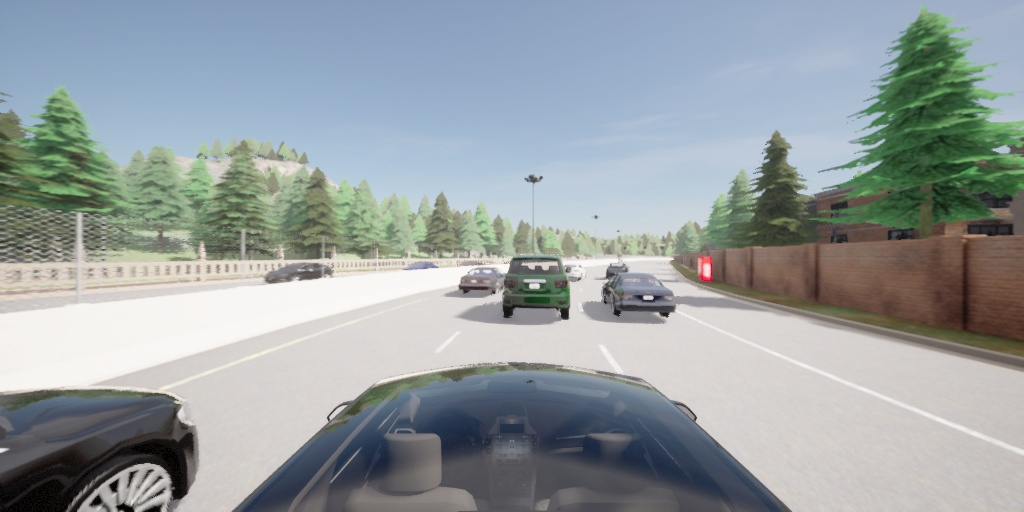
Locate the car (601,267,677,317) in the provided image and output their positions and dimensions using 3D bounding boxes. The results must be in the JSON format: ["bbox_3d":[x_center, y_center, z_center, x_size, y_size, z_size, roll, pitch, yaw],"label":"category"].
[{"bbox_3d":[4.527,1.328,13.471,2.033,1.411,5.357,0,0,8],"label":"car"}]

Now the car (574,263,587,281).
[{"bbox_3d":[5.240,1.323,30.941,1.812,1.442,4.674,0,0,18],"label":"car"}]

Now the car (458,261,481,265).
[{"bbox_3d":[-4.228,1.233,36.225,1.882,1.535,5.008,0,0,20],"label":"car"}]

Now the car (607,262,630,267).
[{"bbox_3d":[9.886,1.313,33.403,2.128,1.511,4.902,0,0,21],"label":"car"}]

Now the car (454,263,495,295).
[{"bbox_3d":[-1.381,1.305,20.165,2.033,1.411,5.357,0,0,12],"label":"car"}]

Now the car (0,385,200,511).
[{"bbox_3d":[-3.292,1.225,0.736,2.128,1.511,4.902,0,0,-1],"label":"car"}]

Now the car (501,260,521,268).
[{"bbox_3d":[-0.103,1.365,64.567,1.994,1.385,4.181,0,0,23],"label":"car"}]

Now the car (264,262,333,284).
[{"bbox_3d":[-14.747,1.201,25.071,1.837,1.490,4.892,0,0,13],"label":"car"}]

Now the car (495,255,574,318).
[{"bbox_3d":[1.000,0.985,13.222,2.150,2.045,5.566,0,0,7],"label":"car"}]

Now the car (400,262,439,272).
[{"bbox_3d":[-8.665,1.258,34.056,1.812,1.442,4.674,0,0,19],"label":"car"}]

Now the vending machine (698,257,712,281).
[{"bbox_3d":[15.304,1.040,28.381,1.100,2.100,0.880,0,0,20],"label":"vending machine"}]
